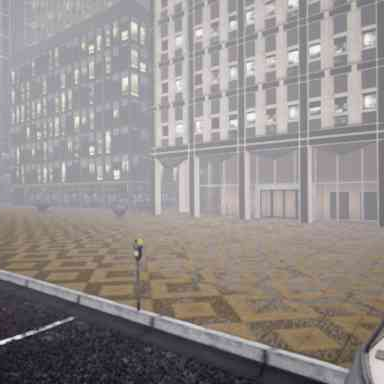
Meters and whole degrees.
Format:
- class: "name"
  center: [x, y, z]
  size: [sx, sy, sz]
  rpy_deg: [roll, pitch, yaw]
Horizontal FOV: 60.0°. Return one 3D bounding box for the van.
- class: "van"
  center: [2.576, 1.342, 1.038]
  size: [3.998, 1.788, 1.690]
  rpy_deg: [0, 0, 36]
